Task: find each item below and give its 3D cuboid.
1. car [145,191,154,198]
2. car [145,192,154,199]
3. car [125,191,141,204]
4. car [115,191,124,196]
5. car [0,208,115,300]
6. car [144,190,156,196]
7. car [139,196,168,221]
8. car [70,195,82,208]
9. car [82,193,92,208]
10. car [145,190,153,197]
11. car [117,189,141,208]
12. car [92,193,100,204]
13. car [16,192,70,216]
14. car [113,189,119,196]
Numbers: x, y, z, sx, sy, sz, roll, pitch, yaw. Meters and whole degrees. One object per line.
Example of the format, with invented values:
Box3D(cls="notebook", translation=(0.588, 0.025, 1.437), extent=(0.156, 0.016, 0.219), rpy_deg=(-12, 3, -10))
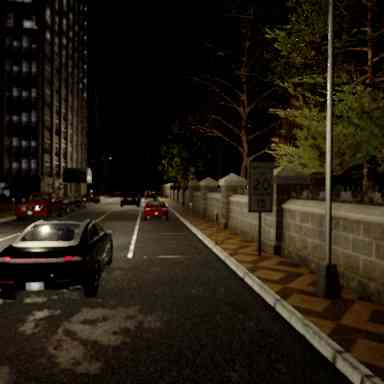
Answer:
Box3D(cls="car", translation=(-9.436, 0.569, 73.775), extent=(1.752, 1.417, 4.829), rpy_deg=(1, 1, -8))
Box3D(cls="car", translation=(-8.665, 0.704, 68.132), extent=(1.802, 1.307, 4.206), rpy_deg=(1, 1, -8))
Box3D(cls="car", translation=(-8.612, 0.708, 48.841), extent=(2.097, 1.767, 4.553), rpy_deg=(1, 1, -8))
Box3D(cls="car", translation=(-19.468, 0.303, 88.967), extent=(1.947, 1.339, 4.313), rpy_deg=(1, 1, -8))
Box3D(cls="car", translation=(-3.050, 1.387, 8.167), extent=(2.128, 1.511, 4.902), rpy_deg=(1, 1, -8))
Box3D(cls="car", translation=(-7.913, 0.512, 62.652), extent=(2.192, 1.841, 5.009), rpy_deg=(1, 1, -8))
Box3D(cls="car", translation=(-2.673, 1.260, 24.323), extent=(1.887, 1.381, 4.507), rpy_deg=(1, 1, -8))
Box3D(cls="car", translation=(-11.229, 1.116, 28.730), extent=(2.008, 1.369, 4.403), rpy_deg=(1, 1, -8))
Box3D(cls="car", translation=(-11.978, 1.043, 34.206), extent=(2.008, 1.369, 4.403), rpy_deg=(1, 1, -8))
Box3D(cls="car", translation=(-10.910, 0.333, 84.558), extent=(1.967, 1.590, 4.097), rpy_deg=(1, 1, -8))
Box3D(cls="car", translation=(-7.227, 0.841, 39.124), extent=(2.097, 1.767, 4.553), rpy_deg=(1, 1, -7))
Box3D(cls="car", translation=(-13.453, 0.872, 44.989), extent=(1.752, 1.417, 4.829), rpy_deg=(1, 1, -8))
Box3D(cls="car", translation=(-10.477, 0.953, 23.252), extent=(2.192, 1.841, 5.009), rpy_deg=(0, 1, -8))
Box3D(cls="car", translation=(-18.716, 0.130, 83.487), extent=(2.192, 1.841, 5.009), rpy_deg=(1, 1, -8))
